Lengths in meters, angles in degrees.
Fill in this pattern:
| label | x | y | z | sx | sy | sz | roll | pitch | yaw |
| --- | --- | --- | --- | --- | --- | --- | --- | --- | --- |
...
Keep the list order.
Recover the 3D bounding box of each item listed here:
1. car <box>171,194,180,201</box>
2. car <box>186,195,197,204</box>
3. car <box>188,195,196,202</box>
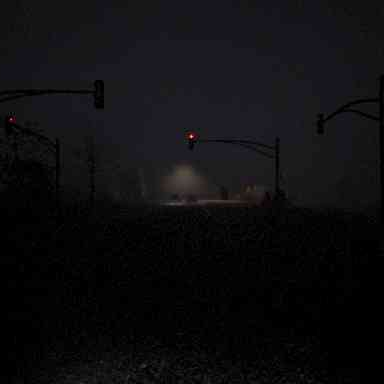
| label | x | y | z | sx | sy | sz | roll | pitch | yaw |
| --- | --- | --- | --- | --- | --- | --- | --- | --- | --- |
| car | -3.564 | 1.195 | 72.131 | 1.837 | 1.490 | 4.892 | 0 | 0 | 0 |
| car | -0.060 | 1.424 | 67.928 | 2.097 | 1.767 | 4.553 | 0 | 0 | 0 |
| car | -0.069 | 1.425 | 77.964 | 1.837 | 1.490 | 4.892 | 0 | 0 | 0 |
